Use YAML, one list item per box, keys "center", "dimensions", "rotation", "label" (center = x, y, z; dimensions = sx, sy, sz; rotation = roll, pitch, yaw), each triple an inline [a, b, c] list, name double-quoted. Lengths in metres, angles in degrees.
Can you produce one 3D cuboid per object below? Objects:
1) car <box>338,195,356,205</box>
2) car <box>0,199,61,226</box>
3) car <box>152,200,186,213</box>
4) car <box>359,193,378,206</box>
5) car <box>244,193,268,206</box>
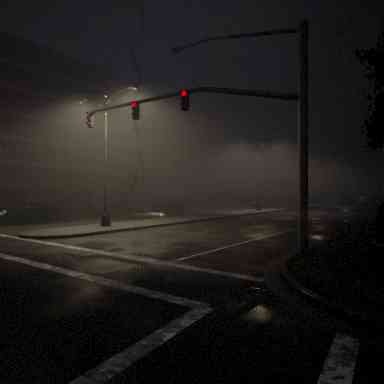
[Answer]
- center: [26.656, 1.352, 57.155]
  dimensions: [2.097, 1.767, 4.553]
  rotation: [0, 0, 36]
  label: "car"
- center: [-11.908, 1.352, 23.855]
  dimensions: [2.097, 1.767, 4.553]
  rotation: [0, 0, 36]
  label: "car"
- center: [-2.495, 1.564, 36.851]
  dimensions: [1.994, 1.385, 4.181]
  rotation: [0, 0, 36]
  label: "car"
- center: [28.722, 1.221, 54.041]
  dimensions: [2.150, 2.045, 5.566]
  rotation: [0, 0, 36]
  label: "car"
- center: [10.565, 1.226, 54.746]
  dimensions: [2.150, 2.045, 5.566]
  rotation: [0, 0, 36]
  label: "car"
